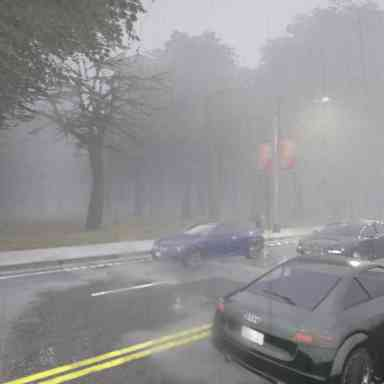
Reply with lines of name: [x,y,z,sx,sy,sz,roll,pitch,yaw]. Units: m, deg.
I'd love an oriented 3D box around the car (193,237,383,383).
car: [2.324,1.680,5.120,4.181,1.385,1.994,1,-2,-37]

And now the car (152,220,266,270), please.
car: [0.763,1.801,12.286,4.674,1.442,1.812,1,-2,-37]

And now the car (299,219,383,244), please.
car: [5.736,1.770,11.938,4.892,1.490,1.837,1,-2,-37]
